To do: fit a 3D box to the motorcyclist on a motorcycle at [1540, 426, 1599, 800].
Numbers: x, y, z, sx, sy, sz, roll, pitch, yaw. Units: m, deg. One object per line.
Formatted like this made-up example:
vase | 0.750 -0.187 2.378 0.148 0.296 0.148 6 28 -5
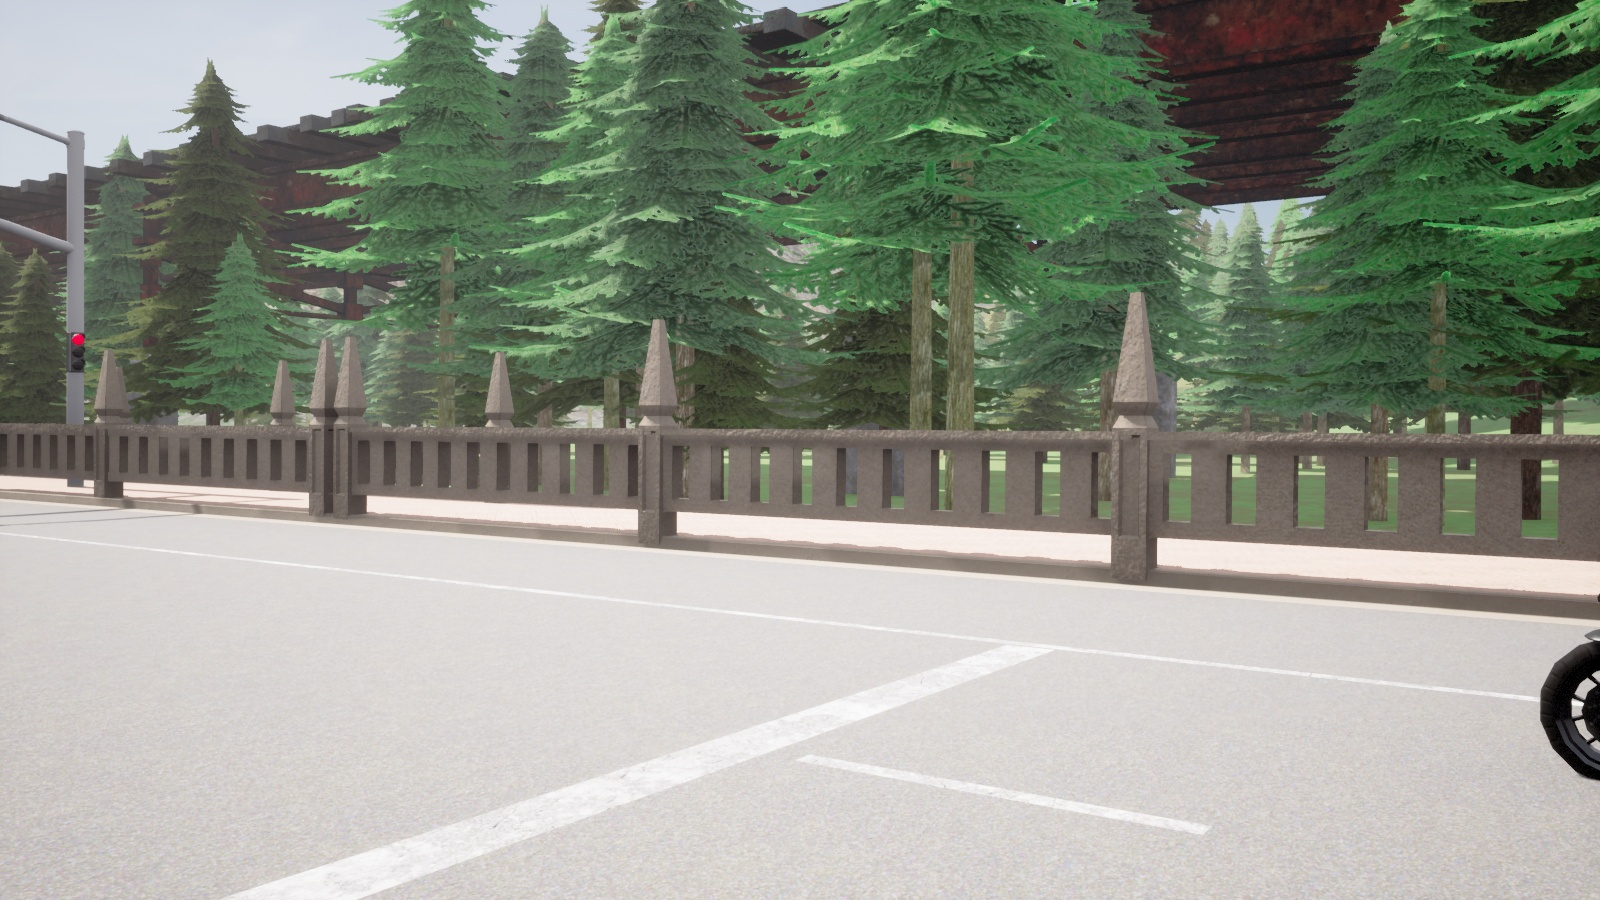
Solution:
motorcyclist on a motorcycle | 4.247 0.660 5.004 2.191 1.530 0.866 0 1 34
